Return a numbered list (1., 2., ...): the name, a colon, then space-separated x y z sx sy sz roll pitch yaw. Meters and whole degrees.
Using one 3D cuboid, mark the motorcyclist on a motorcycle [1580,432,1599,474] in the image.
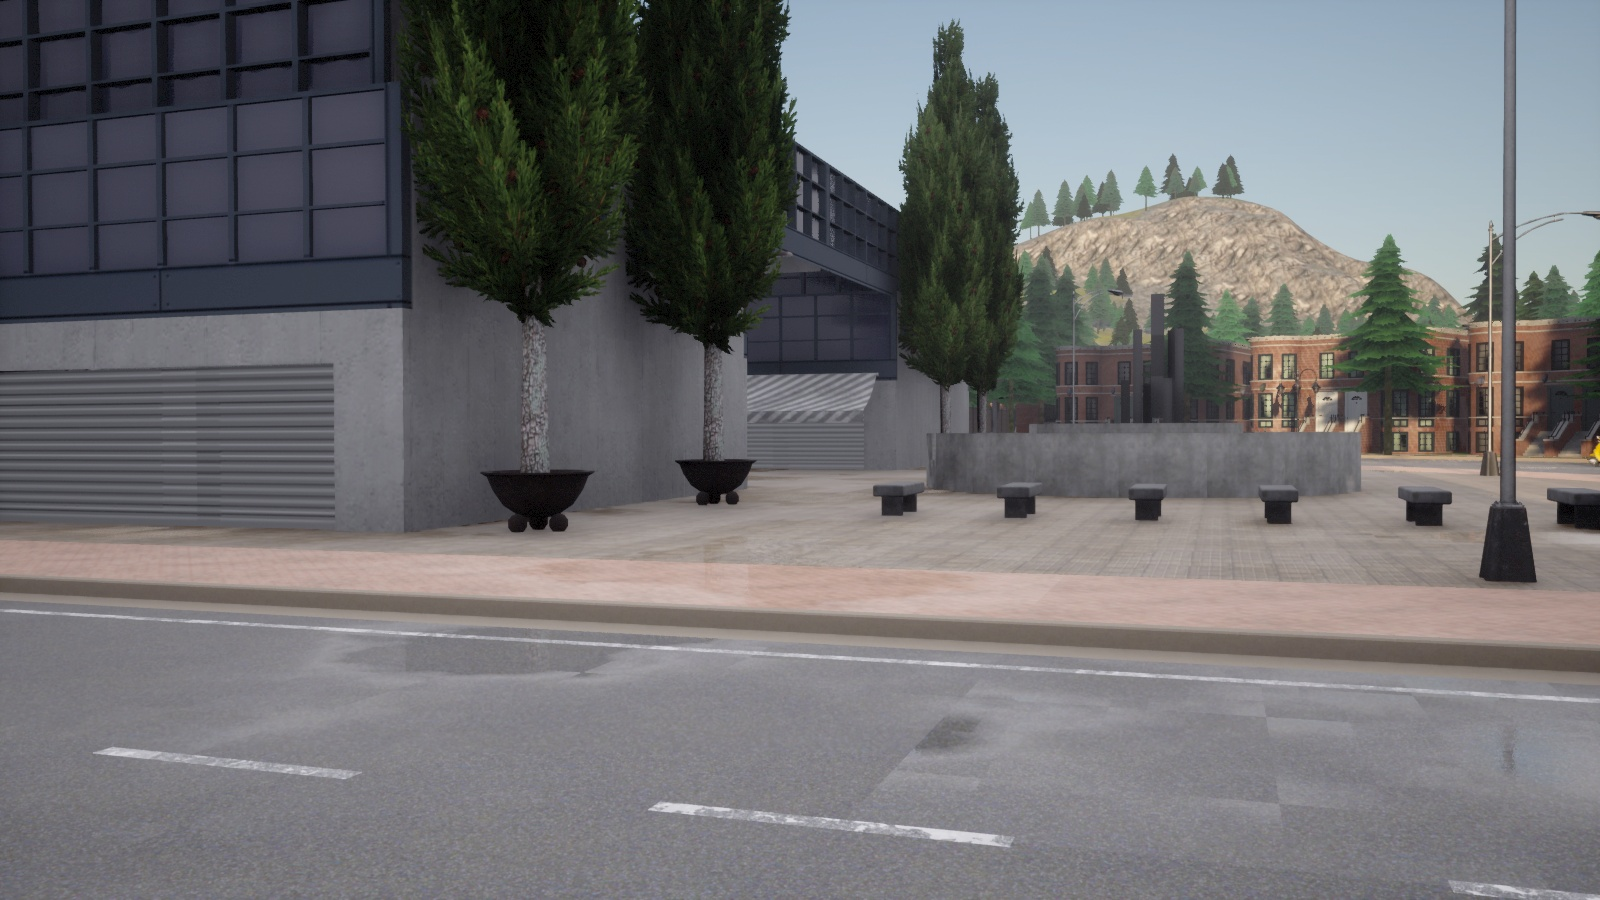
1. motorcyclist on a motorcycle: 31.091 0.125 48.198 0.866 1.590 1.817 0 1 -18
